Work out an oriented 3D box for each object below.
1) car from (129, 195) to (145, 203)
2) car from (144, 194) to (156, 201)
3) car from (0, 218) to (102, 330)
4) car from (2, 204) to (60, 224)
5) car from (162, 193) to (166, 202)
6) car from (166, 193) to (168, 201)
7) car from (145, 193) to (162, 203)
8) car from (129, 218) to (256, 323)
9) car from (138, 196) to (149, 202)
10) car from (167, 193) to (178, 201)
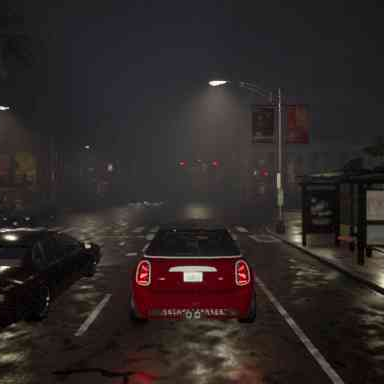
[{"bbox_3d":[-11.244,1.352,66.474,2.097,1.767,4.553,0,0,0],"label":"car"},{"bbox_3d":[-10.994,1.355,87.655,2.097,1.767,4.553,0,0,6],"label":"car"},{"bbox_3d":[-3.494,1.547,7.141,2.033,1.411,5.357,0,0,0],"label":"car"},{"bbox_3d":[-10.900,1.547,23.068,2.033,1.411,5.357,0,0,-1],"label":"car"},{"bbox_3d":[-7.851,1.225,77.996,2.150,2.045,5.566,0,0,-1],"label":"car"},{"bbox_3d":[-7.292,1.225,88.958,2.150,2.045,5.566,0,0,9],"label":"car"},{"bbox_3d":[-7.747,1.477,66.805,1.882,1.535,5.008,0,0,0],"label":"car"},{"bbox_3d":[0.006,1.352,7.348,2.097,1.767,4.553,0,0,0],"label":"car"},{"bbox_3d":[-11.344,1.595,77.380,1.895,1.301,4.718,0,0,-1],"label":"car"},{"bbox_3d":[-4.383,1.540,80.898,2.033,1.411,5.357,0,0,0],"label":"car"}]
